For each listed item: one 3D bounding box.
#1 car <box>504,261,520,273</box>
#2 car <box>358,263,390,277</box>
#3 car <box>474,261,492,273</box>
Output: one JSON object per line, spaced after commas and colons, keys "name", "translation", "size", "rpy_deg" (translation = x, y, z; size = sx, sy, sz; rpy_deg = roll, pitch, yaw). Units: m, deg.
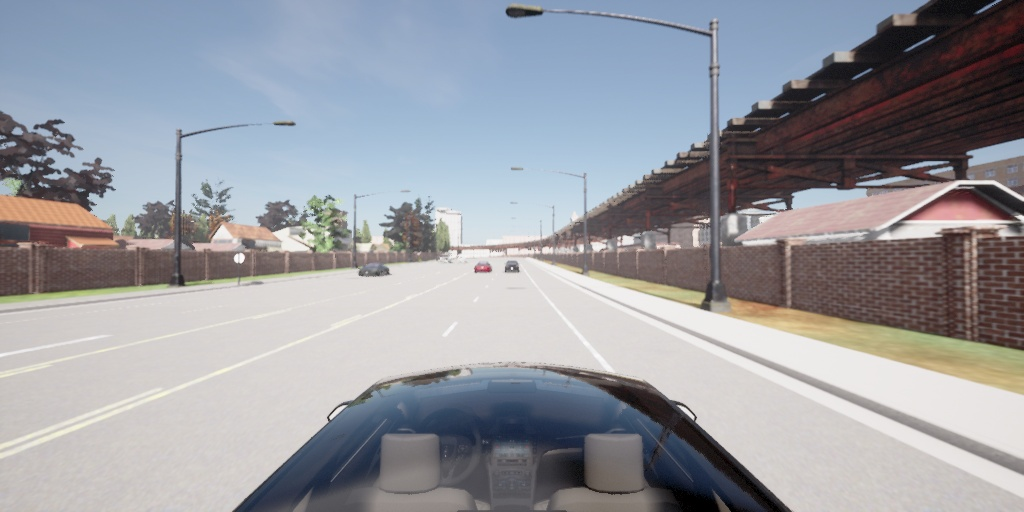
{"name": "car", "translation": [0.007, 1.270, 43.878], "size": [1.812, 1.442, 4.674], "rpy_deg": [0, 1, 0]}
{"name": "car", "translation": [-14.014, 1.388, 36.630], "size": [1.994, 1.385, 4.181], "rpy_deg": [0, 0, 0]}
{"name": "car", "translation": [-3.492, 1.307, 43.996], "size": [1.994, 1.385, 4.181], "rpy_deg": [0, 1, 0]}
